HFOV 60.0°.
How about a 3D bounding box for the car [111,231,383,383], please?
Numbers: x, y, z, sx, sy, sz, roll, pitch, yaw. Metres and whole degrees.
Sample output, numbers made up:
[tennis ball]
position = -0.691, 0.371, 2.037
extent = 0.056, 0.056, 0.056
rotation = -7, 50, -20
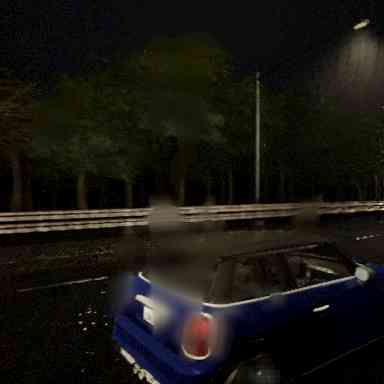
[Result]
[car]
position = 1.286, 1.348, 4.784
extent = 4.553, 1.767, 2.097
rotation = 0, 0, -35
